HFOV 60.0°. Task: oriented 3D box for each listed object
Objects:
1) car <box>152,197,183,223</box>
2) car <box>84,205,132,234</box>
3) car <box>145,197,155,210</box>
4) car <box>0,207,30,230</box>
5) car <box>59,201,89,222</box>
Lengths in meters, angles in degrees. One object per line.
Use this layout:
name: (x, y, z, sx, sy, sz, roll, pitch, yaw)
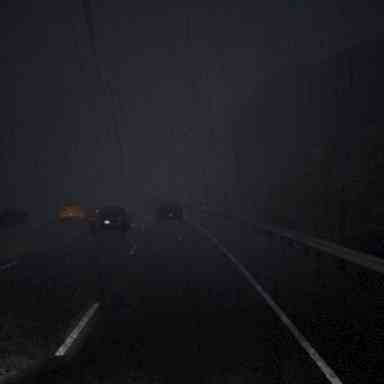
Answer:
car: (-1.803, 1.420, 25.170, 1.882, 1.535, 5.008, 0, 0, -8)
car: (-4.585, 1.524, 19.099, 1.994, 1.385, 4.181, 0, 0, -6)
car: (-4.726, 1.384, 41.399, 1.882, 1.535, 5.008, 0, 0, -12)
car: (-11.766, 1.565, 20.586, 1.895, 1.301, 4.718, 0, 0, -7)
car: (-9.011, 1.425, 26.251, 1.882, 1.535, 5.008, 0, 0, -8)
